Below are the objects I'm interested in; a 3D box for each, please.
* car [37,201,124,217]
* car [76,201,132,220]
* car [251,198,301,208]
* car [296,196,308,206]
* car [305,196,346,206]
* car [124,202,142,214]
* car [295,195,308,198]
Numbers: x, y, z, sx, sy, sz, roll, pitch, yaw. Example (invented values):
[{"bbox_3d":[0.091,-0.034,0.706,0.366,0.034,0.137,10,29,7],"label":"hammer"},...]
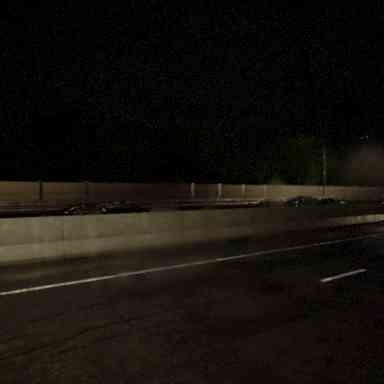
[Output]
[{"bbox_3d":[-6.994,1.494,20.499,4.892,1.490,1.837,0,0,-35],"label":"car"},{"bbox_3d":[-7.568,1.545,28.689,4.181,1.385,1.994,0,0,-36],"label":"car"},{"bbox_3d":[5.783,1.471,25.322,4.892,1.490,1.837,0,0,-36],"label":"car"},{"bbox_3d":[15.055,1.503,40.572,4.181,1.385,1.994,0,0,-35],"label":"car"},{"bbox_3d":[14.852,1.448,36.129,4.892,1.490,1.837,0,0,-36],"label":"car"},{"bbox_3d":[-6.205,1.474,25.360,4.902,1.511,2.128,0,0,-36],"label":"car"},{"bbox_3d":[14.592,1.287,44.535,4.553,1.767,2.097,0,0,-35],"label":"car"}]
